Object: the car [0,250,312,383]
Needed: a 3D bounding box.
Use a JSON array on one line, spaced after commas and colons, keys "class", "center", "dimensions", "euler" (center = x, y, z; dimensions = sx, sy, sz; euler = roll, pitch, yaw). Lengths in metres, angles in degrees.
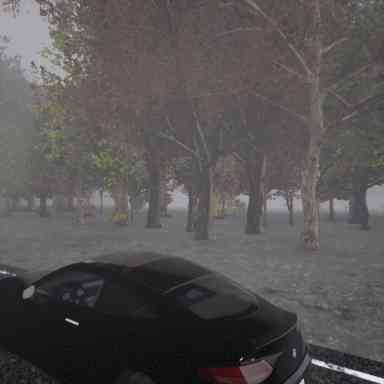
[{"class": "car", "center": [-0.940, 1.499, 4.241], "dimensions": [4.674, 1.442, 1.812], "euler": [1, 0, 35]}]
